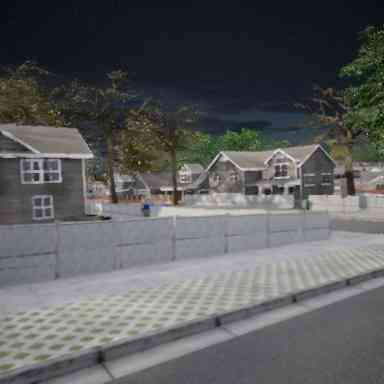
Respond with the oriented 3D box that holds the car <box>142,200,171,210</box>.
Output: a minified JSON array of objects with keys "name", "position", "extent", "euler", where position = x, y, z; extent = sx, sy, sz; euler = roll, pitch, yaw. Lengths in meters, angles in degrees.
[{"name":"car","position":[-4.383,1.726,40.645],"extent":[1.882,1.535,5.008],"euler":[-4,2,-35]}]
